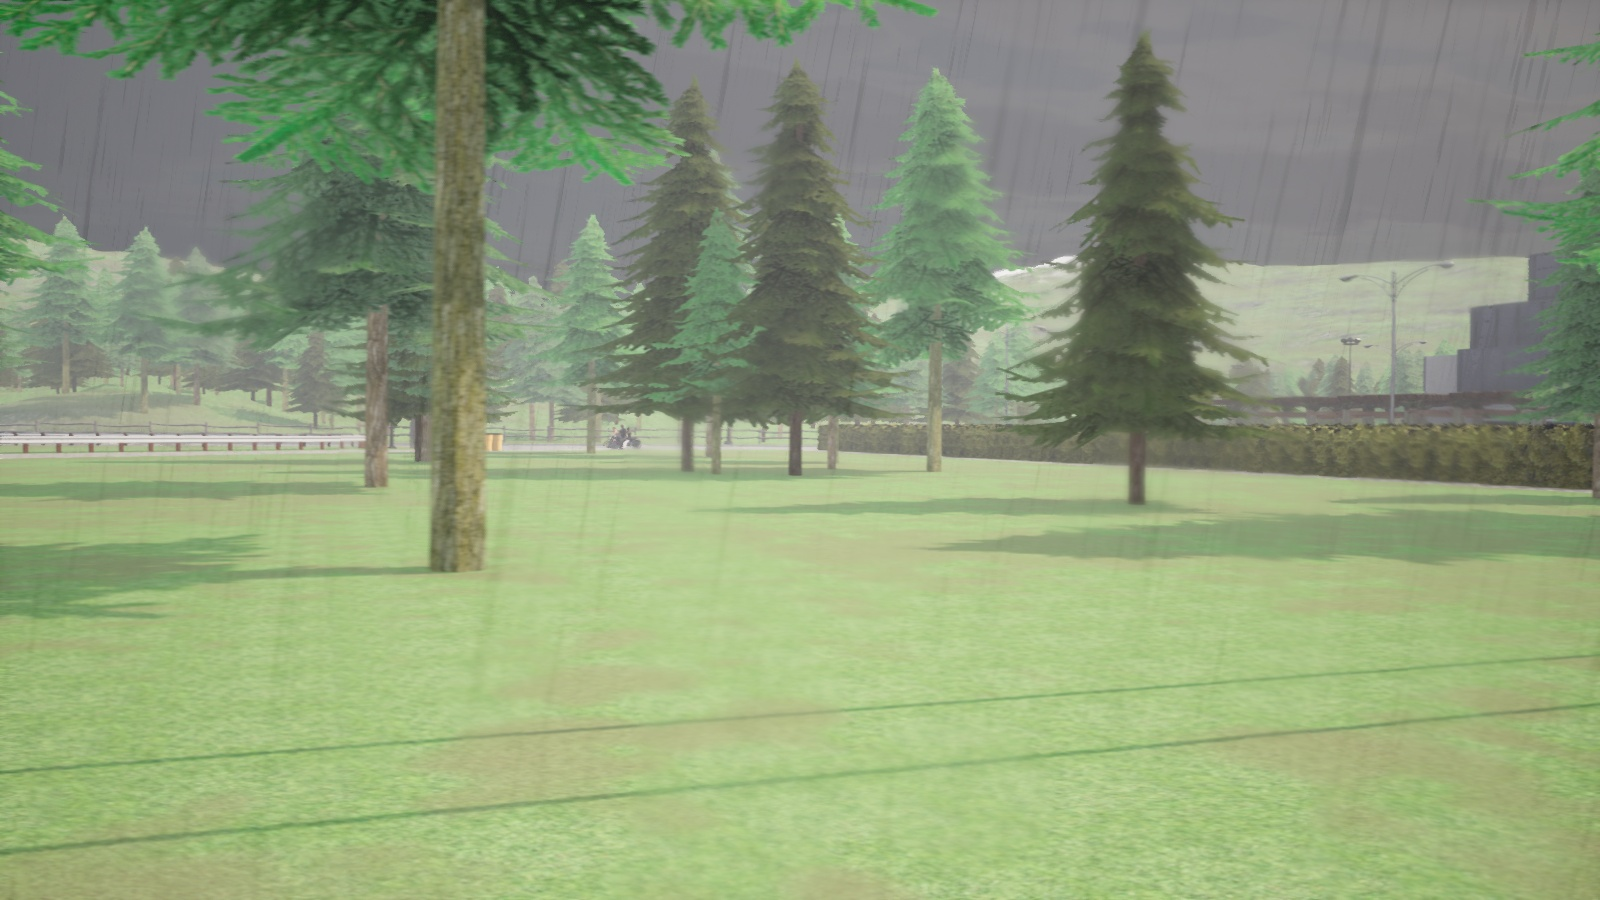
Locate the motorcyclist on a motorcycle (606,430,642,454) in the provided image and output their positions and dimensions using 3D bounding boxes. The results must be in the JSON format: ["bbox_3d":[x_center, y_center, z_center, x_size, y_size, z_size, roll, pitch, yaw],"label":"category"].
[{"bbox_3d":[-12.310,-0.552,88.069,2.350,1.649,0.766,-2,1,-21],"label":"motorcyclist on a motorcycle"}]
